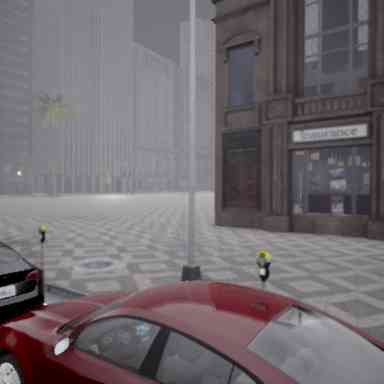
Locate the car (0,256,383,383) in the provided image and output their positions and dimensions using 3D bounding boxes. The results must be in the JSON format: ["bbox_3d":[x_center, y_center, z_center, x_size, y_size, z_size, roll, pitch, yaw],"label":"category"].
[{"bbox_3d":[-0.083,1.532,3.023,4.507,1.381,1.887,1,0,35],"label":"car"}]

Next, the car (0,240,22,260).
[{"bbox_3d":[-4.479,1.514,6.159,4.313,1.339,1.947,1,0,35],"label":"car"}]
